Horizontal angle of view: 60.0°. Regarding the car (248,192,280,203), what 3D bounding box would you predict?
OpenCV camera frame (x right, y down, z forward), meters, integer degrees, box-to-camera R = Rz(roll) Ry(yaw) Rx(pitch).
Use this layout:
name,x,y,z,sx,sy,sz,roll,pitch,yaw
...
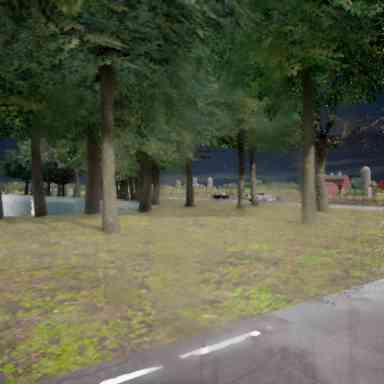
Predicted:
name,x,y,z,sx,sy,sz,roll,pitch,yaw
car,12.770,0.962,61.163,2.150,2.045,5.566,0,1,-35

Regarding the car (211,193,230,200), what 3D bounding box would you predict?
name,x,y,z,sx,sy,sz,roll,pitch,yaw
car,6.321,0.927,74.920,1.882,1.535,5.008,-1,1,-36

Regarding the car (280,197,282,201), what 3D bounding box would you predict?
name,x,y,z,sx,sy,sz,roll,pitch,yaw
car,14.738,1.194,63.273,1.882,1.535,5.008,0,1,-35
